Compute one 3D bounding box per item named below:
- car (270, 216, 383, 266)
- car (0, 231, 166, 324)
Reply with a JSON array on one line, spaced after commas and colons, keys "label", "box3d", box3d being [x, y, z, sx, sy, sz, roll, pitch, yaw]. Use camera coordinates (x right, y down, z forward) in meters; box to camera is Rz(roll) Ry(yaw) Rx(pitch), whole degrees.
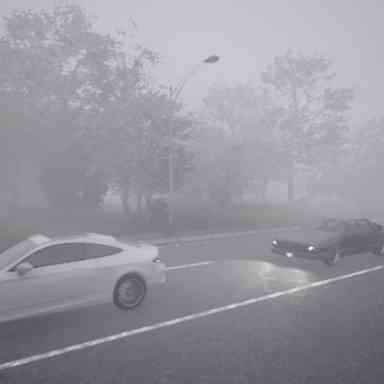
[{"label": "car", "box3d": [5.231, 1.589, 11.945, 5.357, 1.411, 2.033, 0, 0, -35]}, {"label": "car", "box3d": [-2.720, 1.531, 6.334, 4.674, 1.442, 1.812, 0, 0, -35]}]
